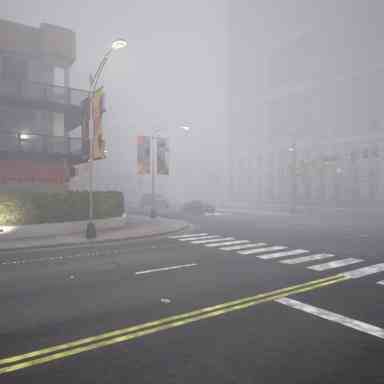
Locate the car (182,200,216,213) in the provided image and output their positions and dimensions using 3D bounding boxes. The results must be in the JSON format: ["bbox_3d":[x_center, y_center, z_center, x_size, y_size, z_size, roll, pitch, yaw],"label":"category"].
[{"bbox_3d":[0.733,1.564,36.698,1.994,1.385,4.181,0,0,-35],"label":"car"}]

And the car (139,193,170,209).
[{"bbox_3d":[-5.203,1.221,45.335,2.150,2.045,5.566,0,0,-35],"label":"car"}]
